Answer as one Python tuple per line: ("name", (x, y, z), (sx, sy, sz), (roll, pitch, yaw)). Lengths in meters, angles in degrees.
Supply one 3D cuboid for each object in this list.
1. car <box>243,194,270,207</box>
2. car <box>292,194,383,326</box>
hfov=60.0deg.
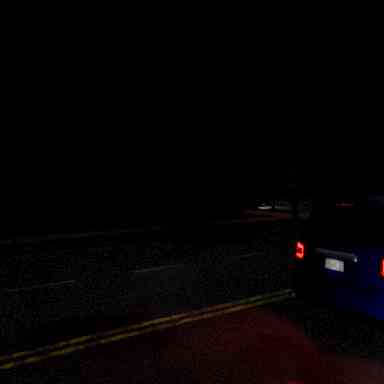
("car", (6.137, 0.875, 36.647), (2.033, 1.411, 5.357), (-2, 1, -29))
("car", (4.310, 1.046, 6.050), (5.566, 2.045, 2.150), (-2, 1, -31))
